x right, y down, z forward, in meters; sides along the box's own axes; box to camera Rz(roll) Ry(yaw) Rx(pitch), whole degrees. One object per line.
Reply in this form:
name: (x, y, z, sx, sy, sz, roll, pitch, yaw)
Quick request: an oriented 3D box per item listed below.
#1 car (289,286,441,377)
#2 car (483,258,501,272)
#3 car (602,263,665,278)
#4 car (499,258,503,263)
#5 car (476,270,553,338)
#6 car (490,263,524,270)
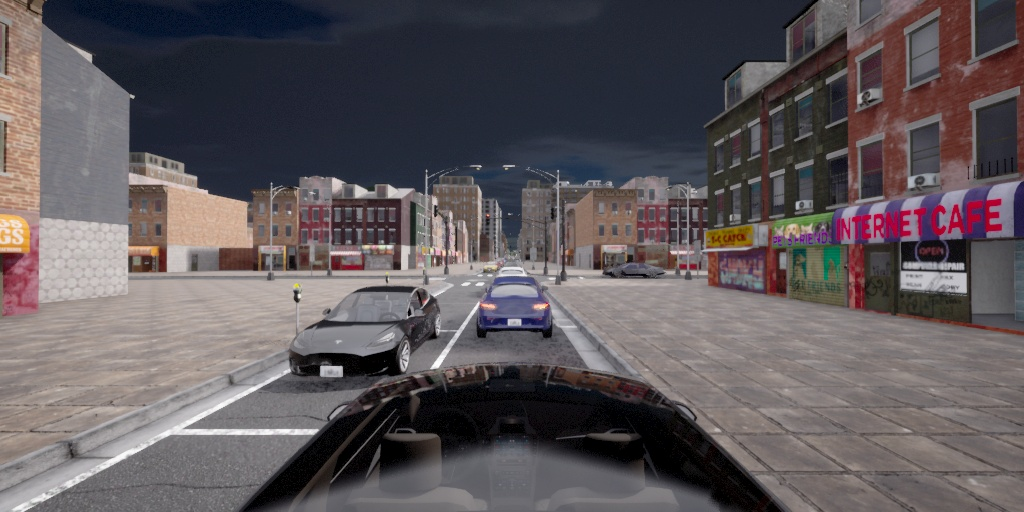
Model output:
car: (-2.645, 1.317, 7.420, 1.948, 1.339, 4.313, 0, 0, 0)
car: (-2.688, 1.323, 45.018, 1.751, 1.417, 4.829, 0, 0, 0)
car: (11.140, 1.307, 33.020, 5.357, 1.411, 2.033, 0, 0, 0)
car: (-2.694, 1.356, 50.793, 1.888, 1.381, 4.507, 0, 0, 0)
car: (0.069, 1.278, 10.100, 1.812, 1.442, 4.674, 0, 0, 0)
car: (-0.003, 1.285, 19.234, 1.812, 1.442, 4.674, 0, 0, 0)
